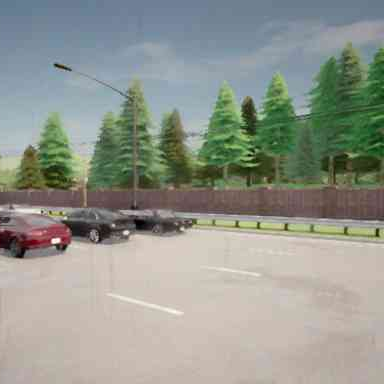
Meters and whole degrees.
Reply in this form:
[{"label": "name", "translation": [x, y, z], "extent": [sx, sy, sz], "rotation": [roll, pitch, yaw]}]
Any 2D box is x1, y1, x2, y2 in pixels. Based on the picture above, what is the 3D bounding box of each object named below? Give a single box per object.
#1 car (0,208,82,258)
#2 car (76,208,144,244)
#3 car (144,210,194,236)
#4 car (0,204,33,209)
[{"label": "car", "translation": [-6.520, 1.544, 12.861], "extent": [4.674, 1.442, 1.812], "rotation": [-1, 0, 37]}, {"label": "car", "translation": [-4.831, 1.524, 15.967], "extent": [4.892, 1.490, 1.837], "rotation": [0, 0, 36]}, {"label": "car", "translation": [-2.286, 1.617, 18.445], "extent": [4.718, 1.301, 1.895], "rotation": [0, 0, 36]}, {"label": "car", "translation": [-14.499, 1.638, 27.153], "extent": [4.718, 1.301, 1.895], "rotation": [0, 0, 36]}]
